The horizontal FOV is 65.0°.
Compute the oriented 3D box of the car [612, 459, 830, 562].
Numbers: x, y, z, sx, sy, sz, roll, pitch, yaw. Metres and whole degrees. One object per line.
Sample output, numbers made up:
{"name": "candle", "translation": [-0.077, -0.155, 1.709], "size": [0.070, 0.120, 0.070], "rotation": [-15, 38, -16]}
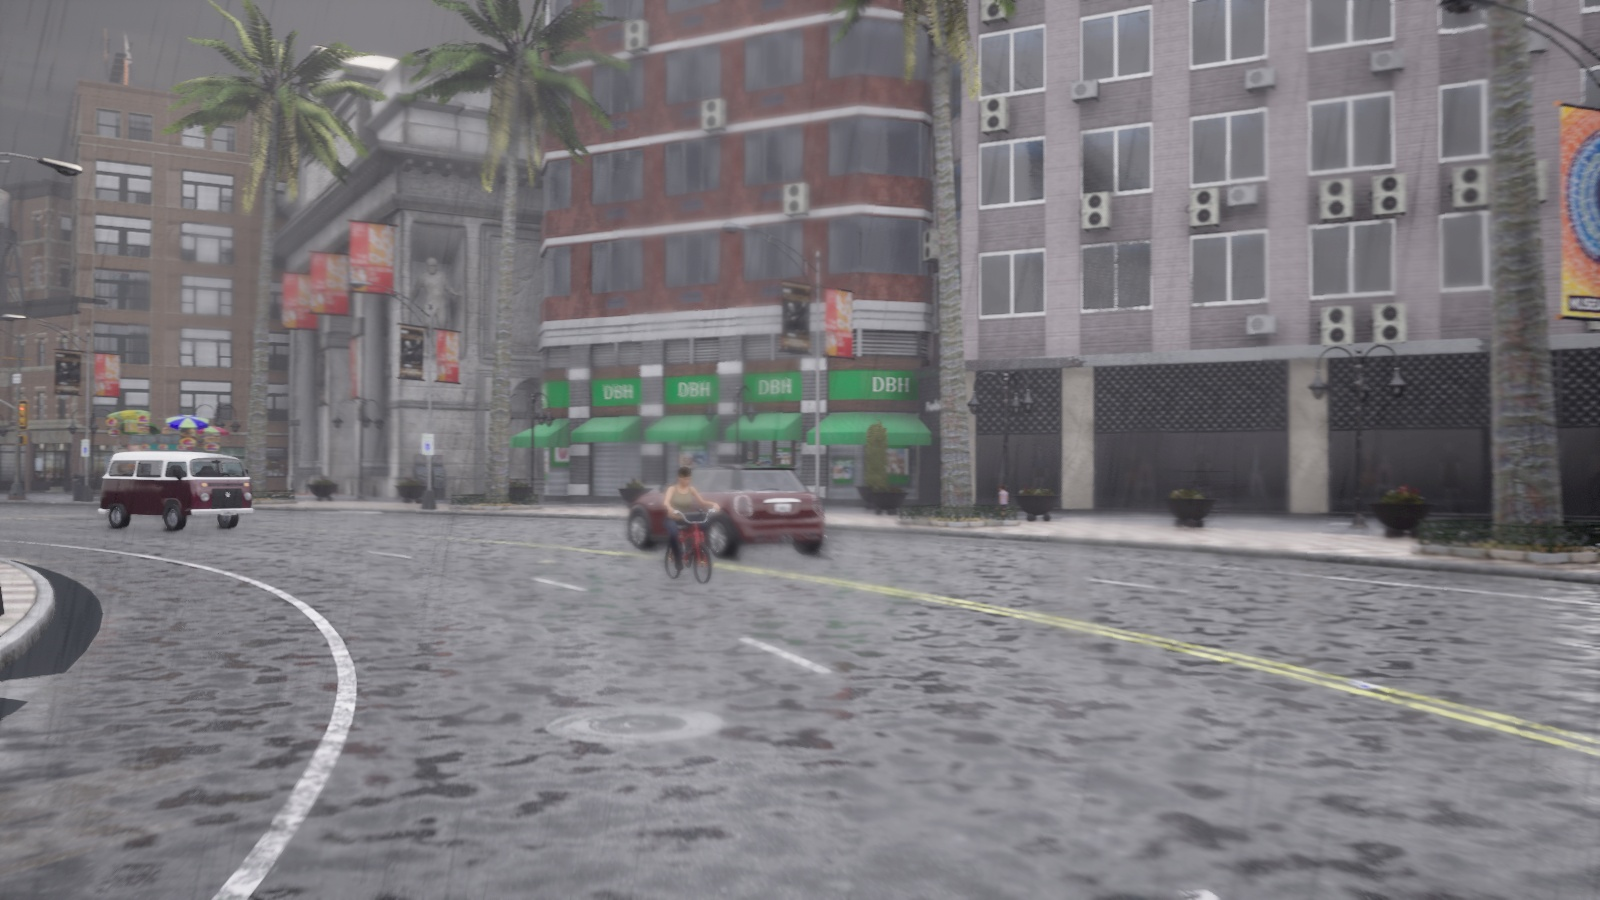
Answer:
{"name": "car", "translation": [-1.630, 1.086, 24.066], "size": [2.097, 1.767, 4.553], "rotation": [0, -1, -35]}

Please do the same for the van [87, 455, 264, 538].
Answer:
{"name": "van", "translation": [-16.429, 1.182, 32.994], "size": [4.480, 2.038, 2.069], "rotation": [-1, -1, 31]}

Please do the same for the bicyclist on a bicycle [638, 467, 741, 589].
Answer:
{"name": "bicyclist on a bicycle", "translation": [-1.571, 1.055, 17.611], "size": [0.866, 1.612, 1.509], "rotation": [0, -1, -30]}

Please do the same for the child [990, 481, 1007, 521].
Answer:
{"name": "child", "translation": [5.475, 1.402, 34.613], "size": [0.255, 1.110, 0.394], "rotation": [1, -1, -42]}
